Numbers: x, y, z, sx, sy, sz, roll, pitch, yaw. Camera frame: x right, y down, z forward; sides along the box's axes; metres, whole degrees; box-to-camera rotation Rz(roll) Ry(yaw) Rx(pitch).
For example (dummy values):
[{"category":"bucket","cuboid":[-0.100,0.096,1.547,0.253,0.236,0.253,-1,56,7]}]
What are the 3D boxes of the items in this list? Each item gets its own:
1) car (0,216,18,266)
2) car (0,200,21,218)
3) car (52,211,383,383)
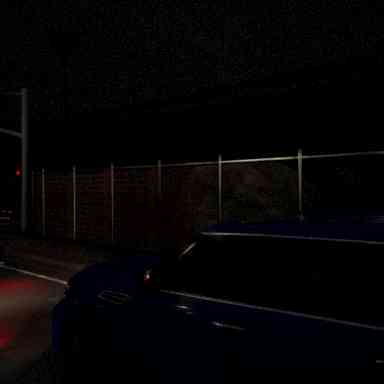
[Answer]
[{"category":"car","cuboid":[-7.061,1.492,9.027,4.902,1.511,2.128,0,0,33]},{"category":"car","cuboid":[-13.464,1.603,28.556,2.033,1.411,5.357,0,0,34]},{"category":"car","cuboid":[0.953,1.221,3.310,5.566,2.045,2.150,0,0,35]}]
